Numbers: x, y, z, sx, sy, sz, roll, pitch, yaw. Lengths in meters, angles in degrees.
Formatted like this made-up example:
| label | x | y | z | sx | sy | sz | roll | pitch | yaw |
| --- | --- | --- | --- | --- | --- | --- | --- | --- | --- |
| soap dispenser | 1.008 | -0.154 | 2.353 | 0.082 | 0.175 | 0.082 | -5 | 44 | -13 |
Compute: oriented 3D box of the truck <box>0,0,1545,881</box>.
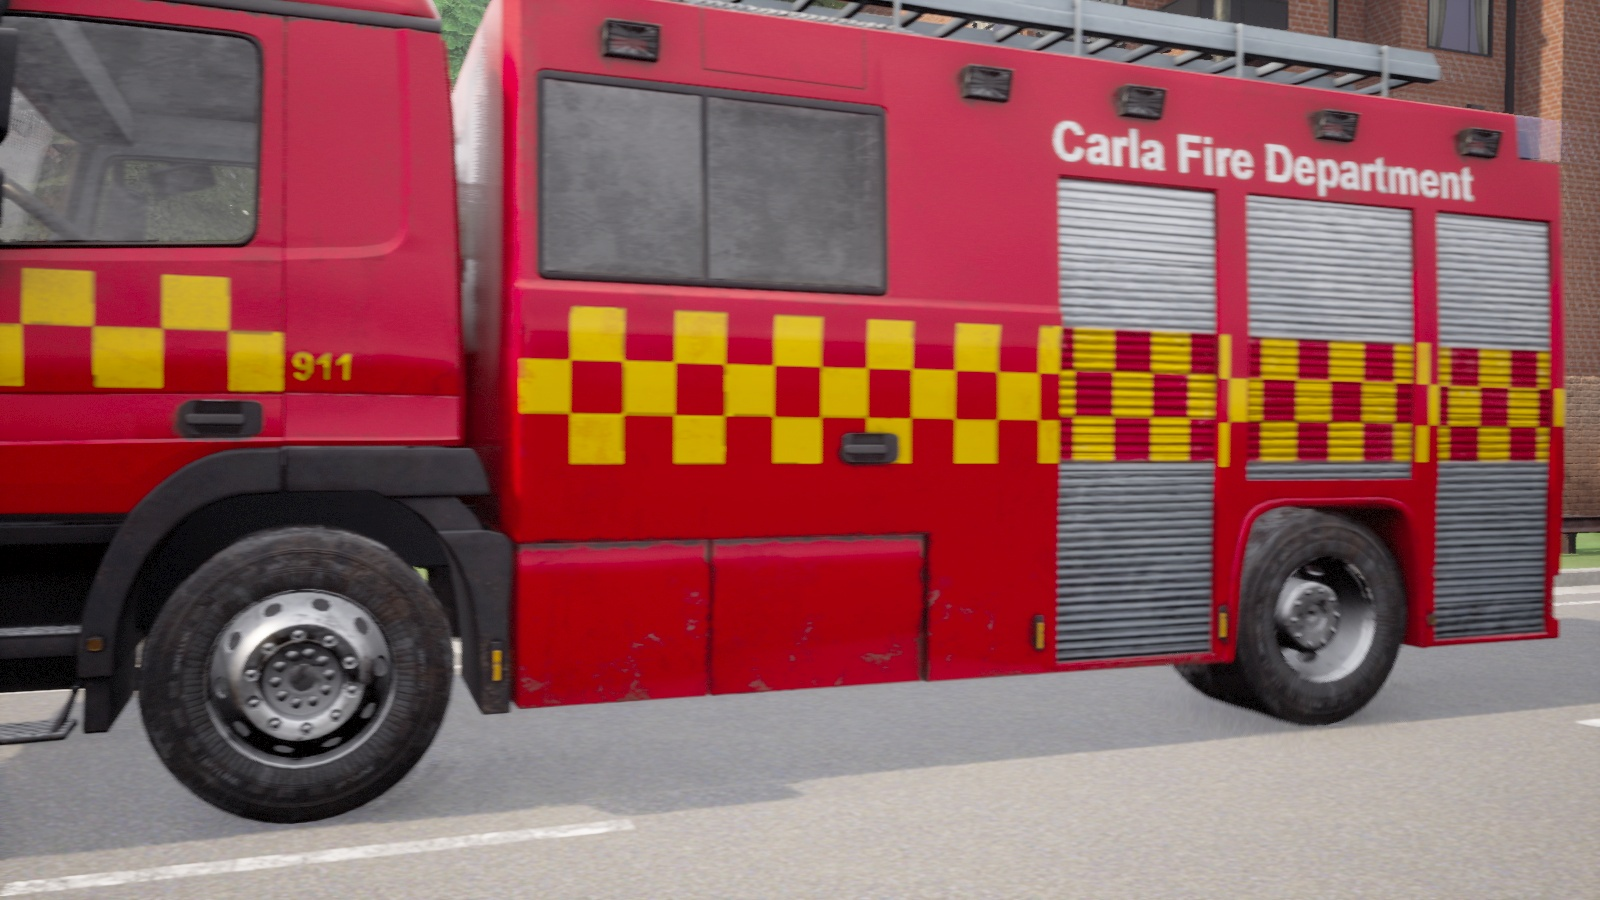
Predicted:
| label | x | y | z | sx | sy | sz | roll | pitch | yaw |
| --- | --- | --- | --- | --- | --- | --- | --- | --- | --- |
| truck | -0.328 | -0.479 | 6.844 | 8.468 | 3.827 | 2.891 | -1 | 1 | -21 |
